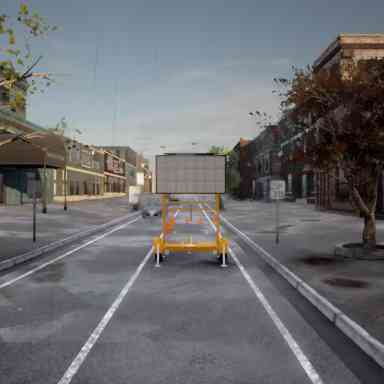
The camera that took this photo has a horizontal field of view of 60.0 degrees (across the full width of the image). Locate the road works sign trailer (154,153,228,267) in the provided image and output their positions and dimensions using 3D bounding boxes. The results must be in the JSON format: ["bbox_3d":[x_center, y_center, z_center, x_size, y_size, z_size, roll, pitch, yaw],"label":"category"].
[{"bbox_3d":[-0.037,0.466,11.431,2.380,3.560,2.880,0,0,0],"label":"road works sign trailer"}]

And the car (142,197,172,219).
[{"bbox_3d":[-3.191,1.494,29.073,2.128,1.511,4.902,0,0,0],"label":"car"}]

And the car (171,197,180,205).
[{"bbox_3d":[-3.199,1.525,58.899,1.895,1.301,4.718,0,0,0],"label":"car"}]
